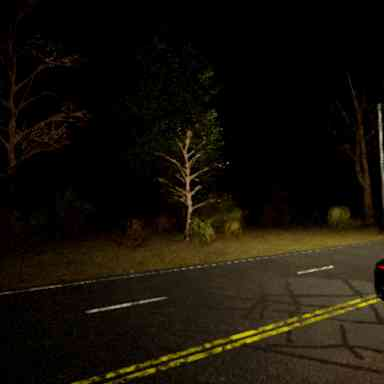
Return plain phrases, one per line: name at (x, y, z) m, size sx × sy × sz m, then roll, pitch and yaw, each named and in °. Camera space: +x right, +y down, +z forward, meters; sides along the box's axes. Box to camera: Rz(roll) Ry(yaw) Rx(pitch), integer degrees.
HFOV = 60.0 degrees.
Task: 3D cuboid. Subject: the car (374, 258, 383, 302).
car at (5.830, 1.634, 7.108) m, size 4.892 × 1.490 × 1.837 m, roll 1°, pitch -1°, yaw -34°
